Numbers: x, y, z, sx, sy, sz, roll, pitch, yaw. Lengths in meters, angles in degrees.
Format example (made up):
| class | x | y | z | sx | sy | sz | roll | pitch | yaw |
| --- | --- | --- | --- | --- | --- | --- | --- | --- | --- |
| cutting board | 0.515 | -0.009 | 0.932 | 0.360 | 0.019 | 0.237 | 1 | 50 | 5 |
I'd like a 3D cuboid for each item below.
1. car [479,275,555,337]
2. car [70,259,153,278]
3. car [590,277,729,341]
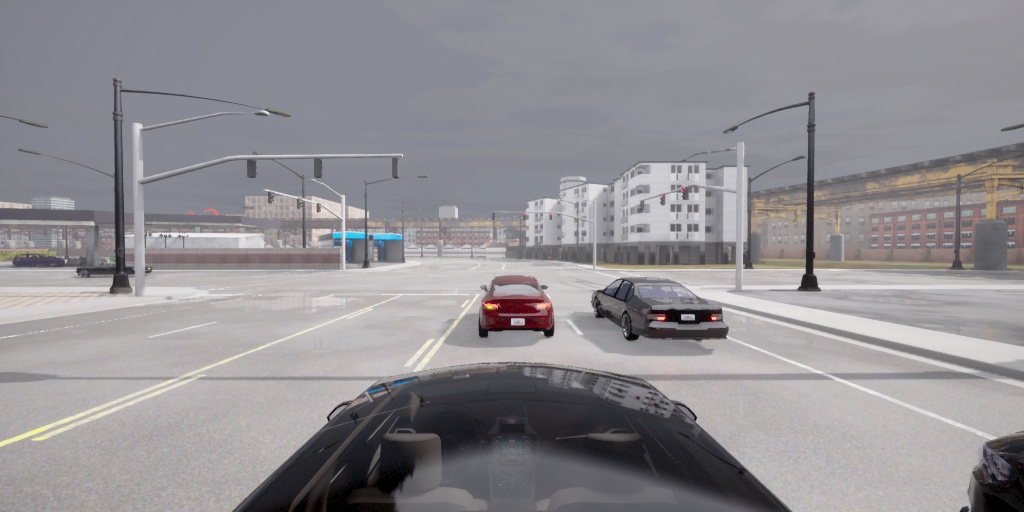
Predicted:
| class | x | y | z | sx | sy | sz | roll | pitch | yaw |
| --- | --- | --- | --- | --- | --- | --- | --- | --- | --- |
| car | 0.071 | 1.256 | 10.102 | 1.812 | 1.442 | 4.674 | 0 | 0 | -1 |
| car | -33.597 | 1.134 | 30.299 | 4.718 | 1.301 | 1.895 | 0 | 1 | -1 |
| car | 3.582 | 1.282 | 9.817 | 2.033 | 1.411 | 5.357 | 0 | 0 | 0 |
